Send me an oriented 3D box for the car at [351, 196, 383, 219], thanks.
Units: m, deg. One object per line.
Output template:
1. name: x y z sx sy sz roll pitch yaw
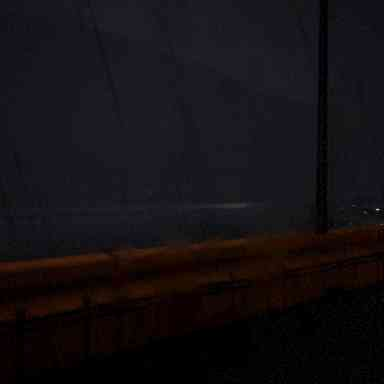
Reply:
1. car: 14.646 1.211 25.292 4.674 1.442 1.812 0 1 -29

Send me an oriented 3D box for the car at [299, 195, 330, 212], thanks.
1. car: 12.561 1.055 32.109 5.008 1.535 1.882 0 1 -28

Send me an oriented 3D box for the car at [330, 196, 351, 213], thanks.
1. car: 14.910 1.131 29.401 4.892 1.490 1.837 0 1 -28
